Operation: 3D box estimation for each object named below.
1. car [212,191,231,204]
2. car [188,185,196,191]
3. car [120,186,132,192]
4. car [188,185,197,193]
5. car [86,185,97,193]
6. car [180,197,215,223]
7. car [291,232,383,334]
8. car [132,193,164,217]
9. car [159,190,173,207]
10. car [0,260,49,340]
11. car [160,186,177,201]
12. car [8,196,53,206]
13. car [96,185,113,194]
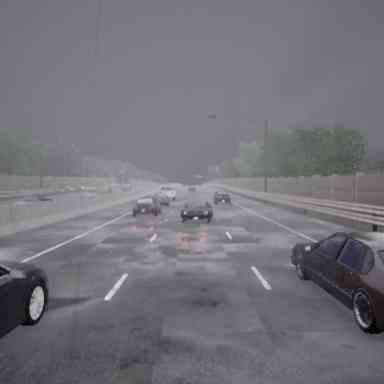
[{"bbox_3d":[3.611,0.673,40.761,1.837,1.490,4.892,0,2,0],"label":"car"},{"bbox_3d":[0.025,-1.044,87.098,2.128,1.511,4.902,0,2,0],"label":"car"},{"bbox_3d":[-13.981,-0.586,71.090,1.837,1.490,4.892,0,2,0],"label":"car"},{"bbox_3d":[0.021,-0.664,76.969,1.837,1.490,4.892,0,2,0],"label":"car"},{"bbox_3d":[-20.981,-0.732,71.116,2.097,1.767,4.553,0,2,0],"label":"car"},{"bbox_3d":[0.375,1.260,22.599,1.895,1.301,4.718,0,1,4],"label":"car"},{"bbox_3d":[3.599,1.516,6.624,2.033,1.411,5.357,0,1,0],"label":"car"},{"bbox_3d":[-3.493,1.099,26.098,1.812,1.442,4.674,0,1,0],"label":"car"},{"bbox_3d":[-3.490,0.837,37.098,1.994,1.385,4.181,0,2,0],"label":"car"},{"bbox_3d":[-3.498,1.486,4.107,1.837,1.490,4.892,0,0,0],"label":"car"},{"bbox_3d":[-3.487,0.150,48.117,2.150,2.045,5.566,0,2,0],"label":"car"},{"bbox_3d":[-14.091,1.034,29.459,2.033,1.411,5.357,0,2,0],"label":"car"},{"bbox_3d":[-17.481,-0.285,67.773,1.812,1.442,4.674,0,2,0],"label":"car"}]
